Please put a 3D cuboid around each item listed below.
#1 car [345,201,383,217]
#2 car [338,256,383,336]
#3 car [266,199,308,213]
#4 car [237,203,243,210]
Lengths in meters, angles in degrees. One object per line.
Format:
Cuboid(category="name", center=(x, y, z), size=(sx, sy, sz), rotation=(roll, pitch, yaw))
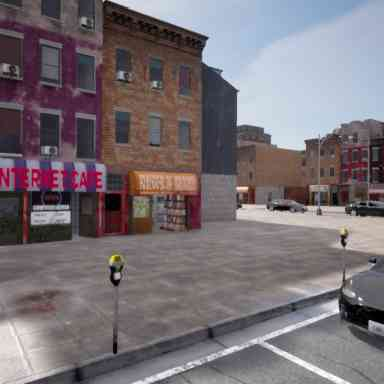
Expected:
Cuboid(category="car", center=(15.889, 1.542, 28.976), size=(1.837, 1.490, 4.892), rotation=(1, 0, -35))
Cuboid(category="car", center=(4.435, 1.567, 5.954), size=(4.313, 1.339, 1.947), rotation=(0, 0, -35))
Cuboid(category="car", center=(10.412, 1.549, 36.712), size=(2.128, 1.511, 4.902), rotation=(1, 0, -35))
Cuboid(category="car", center=(4.420, 1.626, 45.162), size=(2.033, 1.411, 5.357), rotation=(1, 0, -36))
